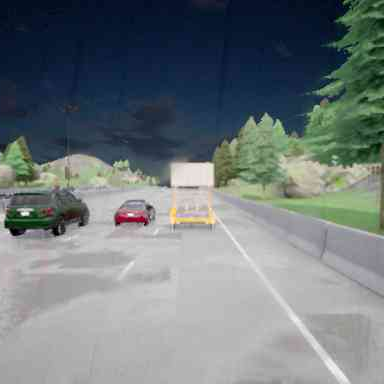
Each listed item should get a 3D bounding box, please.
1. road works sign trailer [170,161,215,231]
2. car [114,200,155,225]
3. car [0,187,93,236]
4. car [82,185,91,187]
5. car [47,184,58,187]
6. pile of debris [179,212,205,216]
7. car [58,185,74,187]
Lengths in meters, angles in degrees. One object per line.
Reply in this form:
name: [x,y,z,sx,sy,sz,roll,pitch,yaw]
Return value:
road works sign trailer: [0.017,0.132,17.867,2.380,3.560,2.880,0,1,-1]
car: [-3.397,1.177,20.345,1.994,1.385,4.181,0,1,0]
car: [-6.898,0.925,16.451,2.150,2.045,5.566,0,1,0]
car: [-24.492,-0.897,77.239,1.882,1.535,5.008,0,2,0]
car: [-31.492,-0.940,75.454,2.097,1.767,4.553,0,2,0]
pile of debris: [0.006,1.664,24.955,1.860,0.140,1.500,0,2,0]
car: [-27.992,-0.817,75.428,1.882,1.535,5.008,0,2,0]
